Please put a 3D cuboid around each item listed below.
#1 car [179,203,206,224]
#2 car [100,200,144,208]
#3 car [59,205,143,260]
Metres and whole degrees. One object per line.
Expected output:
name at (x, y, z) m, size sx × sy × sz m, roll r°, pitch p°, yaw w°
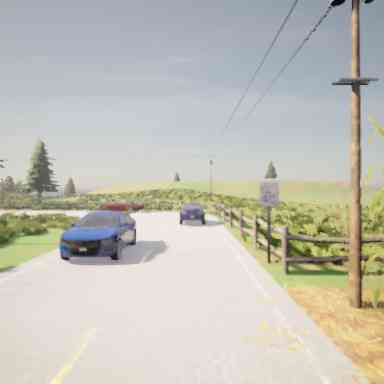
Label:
car at (0.025, 1.507, 24.281) m, size 1.812 × 1.442 × 4.674 m, roll 0°, pitch 0°, yaw 0°
car at (-7.852, 1.579, 36.984) m, size 4.718 × 1.301 × 1.895 m, roll 0°, pitch 0°, yaw 13°
car at (-3.297, 1.471, 12.552) m, size 1.882 × 1.535 × 5.008 m, roll 0°, pitch 0°, yaw 0°
